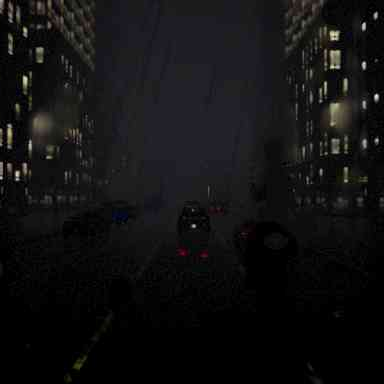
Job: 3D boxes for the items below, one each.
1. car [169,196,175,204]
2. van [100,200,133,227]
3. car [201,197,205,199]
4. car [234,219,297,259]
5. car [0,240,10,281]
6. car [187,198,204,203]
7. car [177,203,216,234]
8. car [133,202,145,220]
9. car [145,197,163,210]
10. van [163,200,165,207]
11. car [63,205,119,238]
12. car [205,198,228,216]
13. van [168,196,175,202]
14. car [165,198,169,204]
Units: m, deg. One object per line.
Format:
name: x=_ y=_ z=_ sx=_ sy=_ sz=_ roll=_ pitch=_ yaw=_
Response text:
car: x=-5.689 y=2.062 z=80.954 sx=1.752 sy=1.417 sz=4.829 roll=0 pitch=0 yaw=0
van: x=-5.687 y=1.510 z=24.206 sx=1.690 sy=1.788 sz=3.998 roll=0 pitch=0 yaw=0
car: x=2.692 y=1.883 z=52.820 sx=1.752 sy=1.417 sz=4.829 roll=0 pitch=0 yaw=0
car: x=2.693 y=1.656 z=12.807 sx=1.947 sy=1.339 sz=4.313 roll=0 pitch=0 yaw=0
car: x=-5.688 y=1.602 z=7.127 sx=2.008 sy=1.369 sz=4.403 roll=0 pitch=0 yaw=0
car: x=0.098 y=1.768 z=38.386 sx=1.837 sy=1.490 sz=4.892 roll=0 pitch=0 yaw=0
car: x=0.099 y=1.633 z=20.278 sx=2.128 sy=1.511 sz=4.902 roll=0 pitch=0 yaw=0
car: x=-5.688 y=1.789 z=29.896 sx=1.802 sy=1.307 sz=4.206 roll=0 pitch=0 yaw=0
car: x=-5.688 y=1.760 z=46.972 sx=1.967 sy=1.590 sz=4.097 roll=0 pitch=0 yaw=0
van: x=-5.687 y=1.697 z=52.666 sx=1.690 sy=1.788 sz=3.998 roll=0 pitch=0 yaw=0
car: x=-5.688 y=1.675 z=18.512 sx=1.887 sy=1.381 sz=4.507 roll=0 pitch=0 yaw=0
car: x=2.693 y=1.685 z=35.574 sx=1.967 sy=1.590 sz=4.097 roll=0 pitch=0 yaw=0
van: x=-5.689 y=1.950 z=92.510 sx=1.690 sy=1.788 sz=3.998 roll=0 pitch=0 yaw=0
car: x=-5.689 y=1.959 z=58.357 sx=1.947 sy=1.339 sz=4.313 roll=0 pitch=0 yaw=0
